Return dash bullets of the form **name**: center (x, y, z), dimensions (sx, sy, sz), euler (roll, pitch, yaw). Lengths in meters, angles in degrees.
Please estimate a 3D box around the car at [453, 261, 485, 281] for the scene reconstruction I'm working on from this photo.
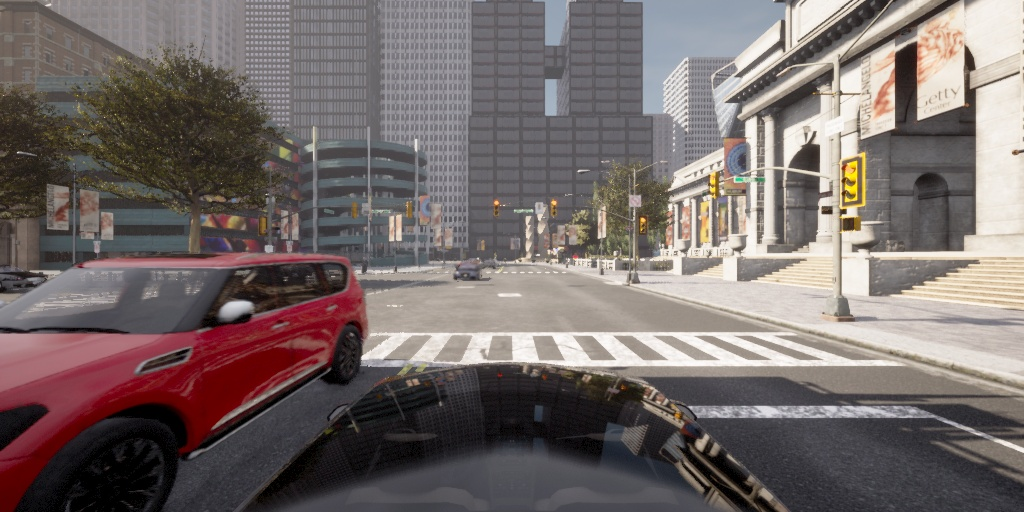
- **car**: center (-3.545, 1.314, 29.252), dimensions (1.994, 1.385, 4.181), euler (0, 0, 0)

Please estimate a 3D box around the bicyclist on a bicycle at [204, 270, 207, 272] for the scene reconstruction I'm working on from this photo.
- **bicyclist on a bicycle**: center (-34.155, 1.051, 39.630), dimensions (0.582, 1.620, 1.656), euler (0, 0, 0)

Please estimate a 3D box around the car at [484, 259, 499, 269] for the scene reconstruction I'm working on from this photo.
- **car**: center (-3.495, 1.255, 55.686), dimensions (1.837, 1.490, 4.892), euler (0, 0, 0)

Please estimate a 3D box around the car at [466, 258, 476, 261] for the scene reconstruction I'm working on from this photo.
- **car**: center (-6.994, 1.351, 54.363), dimensions (1.895, 1.301, 4.718), euler (0, 0, 0)

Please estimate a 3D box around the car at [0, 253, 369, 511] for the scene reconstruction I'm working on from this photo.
- **car**: center (-3.606, 0.971, 4.104), dimensions (2.150, 2.045, 5.566), euler (0, 0, 1)

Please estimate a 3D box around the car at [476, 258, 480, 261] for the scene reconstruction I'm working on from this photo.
- **car**: center (-6.986, 1.103, 63.160), dimensions (2.097, 1.767, 4.553), euler (0, 0, 0)

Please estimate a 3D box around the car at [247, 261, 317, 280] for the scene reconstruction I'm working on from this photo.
- **car**: center (-20.417, 1.255, 32.012), dimensions (4.892, 1.490, 1.837), euler (0, 1, -8)

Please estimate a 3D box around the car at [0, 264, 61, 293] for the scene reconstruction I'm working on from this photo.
- **car**: center (-29.161, 1.242, 20.161), dimensions (4.902, 1.511, 2.128), euler (0, 0, 0)
